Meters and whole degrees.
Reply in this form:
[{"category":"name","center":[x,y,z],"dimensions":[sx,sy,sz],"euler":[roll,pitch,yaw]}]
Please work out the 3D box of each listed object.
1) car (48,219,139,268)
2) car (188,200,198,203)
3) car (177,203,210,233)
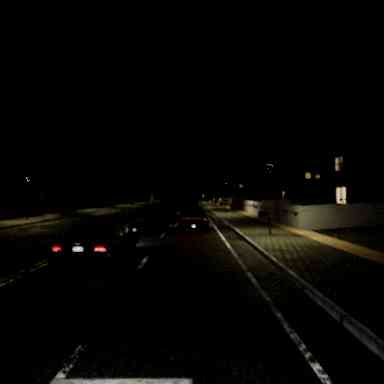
[{"category":"car","center":[-3.150,1.653,11.688],"dimensions":[2.033,1.411,5.357],"euler":[0,0,0]},{"category":"car","center":[0.100,1.934,45.994],"dimensions":[1.837,1.490,4.892],"euler":[0,0,0]},{"category":"car","center":[0.099,1.699,21.320],"dimensions":[1.837,1.490,4.892],"euler":[0,0,0]}]
